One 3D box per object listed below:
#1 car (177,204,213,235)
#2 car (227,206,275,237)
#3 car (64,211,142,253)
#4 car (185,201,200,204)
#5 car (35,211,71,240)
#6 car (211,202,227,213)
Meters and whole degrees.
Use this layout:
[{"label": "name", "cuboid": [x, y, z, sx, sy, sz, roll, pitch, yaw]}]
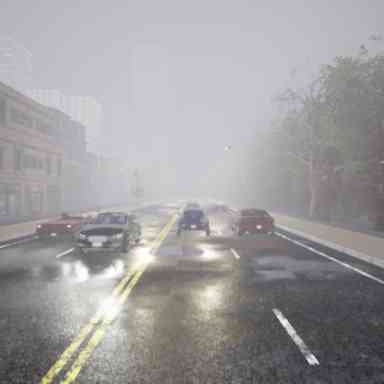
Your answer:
[{"label": "car", "cuboid": [0.086, 1.658, 19.859, 1.812, 1.442, 4.674, 0, 0, 0]}, {"label": "car", "cuboid": [3.357, 1.605, 19.118, 1.882, 1.535, 5.008, 0, 0, 0]}, {"label": "car", "cuboid": [-3.326, 1.586, 14.152, 2.128, 1.511, 4.902, 0, 0, 0]}, {"label": "car", "cuboid": [0.113, 1.845, 42.780, 1.994, 1.385, 4.181, 0, 0, 0]}, {"label": "car", "cuboid": [-6.556, 1.721, 17.994, 1.895, 1.301, 4.718, 0, 0, 0]}, {"label": "car", "cuboid": [3.364, 1.877, 42.001, 1.895, 1.301, 4.718, 0, 0, 0]}]
